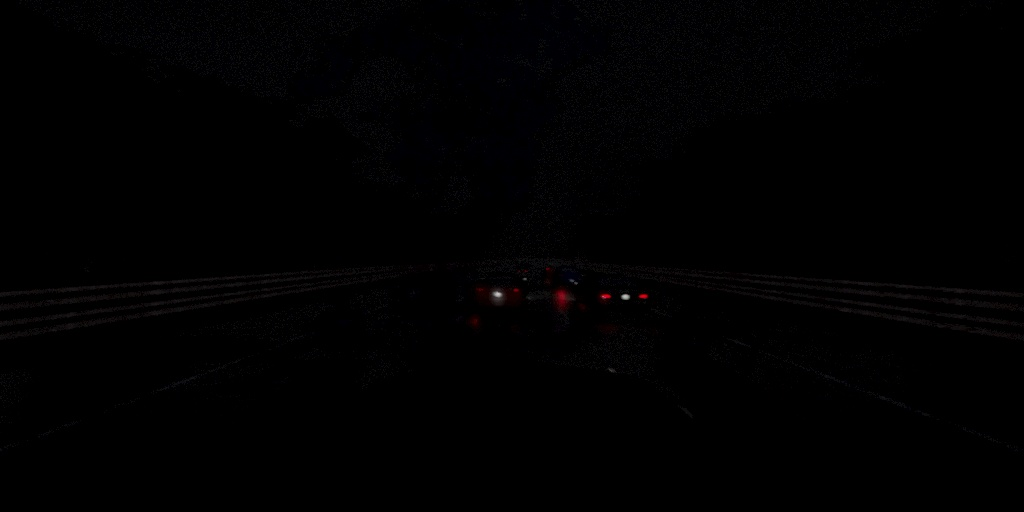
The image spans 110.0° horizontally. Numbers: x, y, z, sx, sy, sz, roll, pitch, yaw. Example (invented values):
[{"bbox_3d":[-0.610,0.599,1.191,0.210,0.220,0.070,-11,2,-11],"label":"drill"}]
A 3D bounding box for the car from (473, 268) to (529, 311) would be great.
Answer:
[{"bbox_3d":[-0.342,1.356,14.727,1.994,1.385,4.181,0,0,4],"label":"car"}]

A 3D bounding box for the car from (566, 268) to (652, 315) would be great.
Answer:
[{"bbox_3d":[3.570,1.339,13.741,2.033,1.411,5.357,0,0,1],"label":"car"}]

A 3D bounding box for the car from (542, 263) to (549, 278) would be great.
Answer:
[{"bbox_3d":[4.081,1.418,35.575,2.163,1.488,4.792,0,0,2],"label":"car"}]

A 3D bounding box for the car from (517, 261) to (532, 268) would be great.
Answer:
[{"bbox_3d":[1.901,1.608,62.031,2.128,1.511,4.902,0,0,4],"label":"car"}]

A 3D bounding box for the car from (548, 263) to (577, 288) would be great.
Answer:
[{"bbox_3d":[3.765,1.370,24.644,1.812,1.442,4.674,0,0,1],"label":"car"}]
